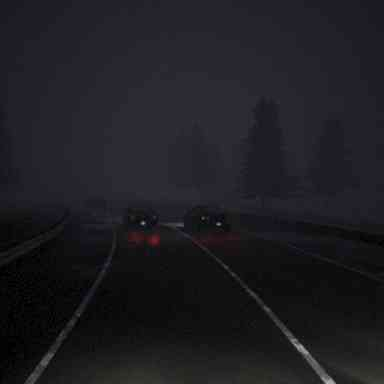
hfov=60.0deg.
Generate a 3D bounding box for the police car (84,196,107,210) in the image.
[{"bbox_3d":[-11.832,1.311,40.503,1.930,1.638,5.238,0,0,-30],"label":"police car"}]

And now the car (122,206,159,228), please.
[{"bbox_3d":[-3.480,1.532,21.697,1.895,1.301,4.718,0,0,-16],"label":"car"}]

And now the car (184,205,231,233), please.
[{"bbox_3d":[0.808,1.455,19.235,1.812,1.442,4.674,0,0,-14],"label":"car"}]
